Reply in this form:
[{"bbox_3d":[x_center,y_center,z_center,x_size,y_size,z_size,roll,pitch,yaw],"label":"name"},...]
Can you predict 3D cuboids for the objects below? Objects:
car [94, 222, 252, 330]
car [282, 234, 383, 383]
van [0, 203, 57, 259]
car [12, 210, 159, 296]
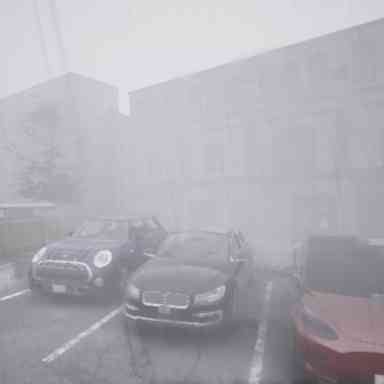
[{"bbox_3d":[0.240,1.527,7.288,2.231,1.521,4.892,0,-1,16],"label":"car"},{"bbox_3d":[2.620,1.525,5.550,2.163,1.488,4.792,0,-1,16],"label":"car"},{"bbox_3d":[-6.955,1.391,12.284,1.878,1.987,4.442,0,-1,15],"label":"van"},{"bbox_3d":[-2.139,1.431,9.017,2.185,1.767,4.553,0,-1,16],"label":"car"}]
